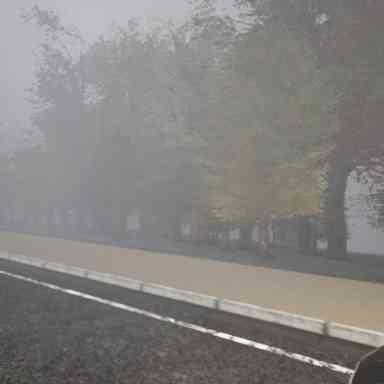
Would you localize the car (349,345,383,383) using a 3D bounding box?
[{"bbox_3d":[3.274,1.490,1.341,4.902,1.511,2.128,0,0,36],"label":"car"}]
